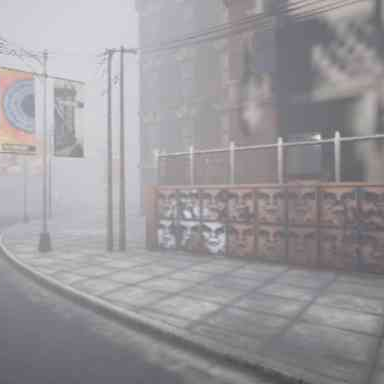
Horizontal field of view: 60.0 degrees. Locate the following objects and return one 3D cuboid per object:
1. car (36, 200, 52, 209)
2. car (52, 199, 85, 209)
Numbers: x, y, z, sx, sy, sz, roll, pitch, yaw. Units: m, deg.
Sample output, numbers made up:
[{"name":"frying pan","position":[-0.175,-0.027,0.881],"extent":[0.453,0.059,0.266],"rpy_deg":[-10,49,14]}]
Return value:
[{"name":"car","position":[-22.248,1.980,52.926],"extent":[1.895,1.301,4.718],"rpy_deg":[0,0,31]},{"name":"car","position":[-18.812,1.884,51.865],"extent":[1.812,1.442,4.674],"rpy_deg":[-1,0,32]}]
